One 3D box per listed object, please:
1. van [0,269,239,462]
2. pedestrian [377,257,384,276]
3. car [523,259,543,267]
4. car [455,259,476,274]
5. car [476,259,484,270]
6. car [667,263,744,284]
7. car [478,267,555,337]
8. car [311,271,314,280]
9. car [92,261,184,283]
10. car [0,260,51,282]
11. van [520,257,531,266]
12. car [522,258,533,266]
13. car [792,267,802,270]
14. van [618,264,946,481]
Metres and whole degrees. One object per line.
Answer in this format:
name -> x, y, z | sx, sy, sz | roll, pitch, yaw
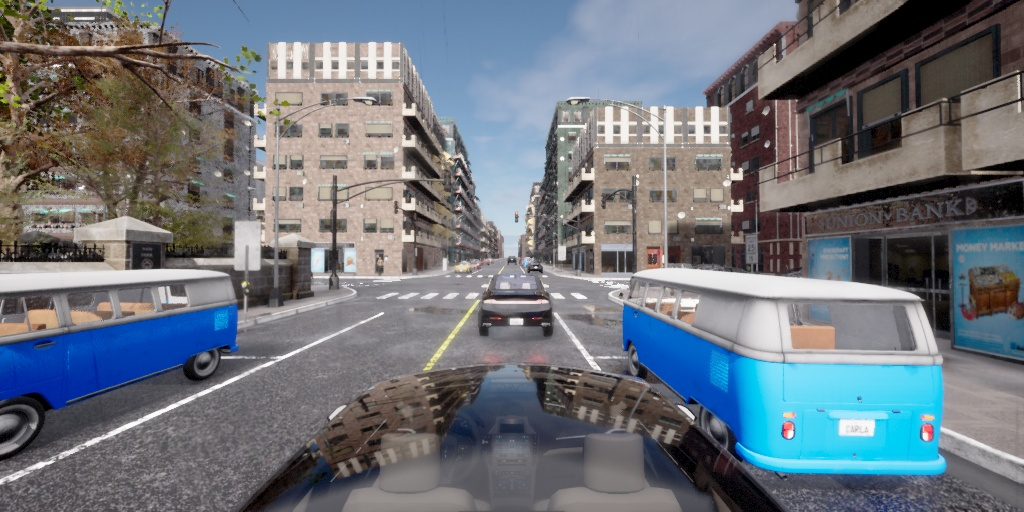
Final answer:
van -> -5.656, 1.092, 4.627 | 1.690, 1.789, 3.998 | 0, 0, 0
pedestrian -> -12.536, 0.967, 34.014 | 0.375, 1.860, 0.375 | 0, -1, 1
car -> 2.695, 1.330, 42.571 | 1.948, 1.339, 4.313 | 0, 0, 0
car -> -5.686, 1.289, 42.402 | 1.751, 1.417, 4.829 | 0, 0, 0
car -> -5.686, 1.208, 53.857 | 1.967, 1.591, 4.097 | 0, 0, 0
car -> 15.094, 1.357, 28.144 | 5.008, 1.535, 1.882 | 0, -1, 1
car -> 0.101, 1.244, 10.354 | 2.128, 1.511, 4.902 | 0, 0, 0
car -> -16.586, 0.999, 25.323 | 4.553, 1.767, 2.097 | 0, -1, 1
car -> -26.411, 1.119, 25.439 | 4.674, 1.442, 1.812 | 0, -1, 1
car -> -36.510, 1.044, 25.567 | 4.892, 1.490, 1.837 | 0, -1, 1
van -> 2.696, 1.112, 59.498 | 1.690, 1.789, 3.998 | 0, 0, 0
car -> 2.695, 1.317, 48.214 | 2.007, 1.370, 4.403 | 0, 0, 0
car -> 24.995, 1.461, 28.025 | 4.674, 1.442, 1.812 | 0, -1, 1
van -> 2.659, 1.092, 4.625 | 1.690, 1.789, 3.998 | 0, 0, 0
